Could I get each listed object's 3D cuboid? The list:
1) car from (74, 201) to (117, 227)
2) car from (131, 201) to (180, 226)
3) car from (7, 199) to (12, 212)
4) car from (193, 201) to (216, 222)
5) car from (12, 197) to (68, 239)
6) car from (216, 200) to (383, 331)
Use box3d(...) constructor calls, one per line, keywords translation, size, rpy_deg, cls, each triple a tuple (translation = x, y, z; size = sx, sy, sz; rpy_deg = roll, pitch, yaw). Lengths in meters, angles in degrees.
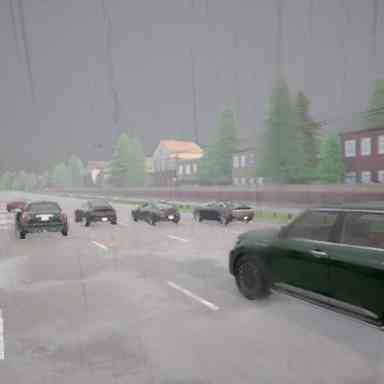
box3d(translation=(-6.311, 1.319, 21.427), size=(1.837, 1.490, 4.892), rpy_deg=(-1, 1, -30), cls="car")
box3d(translation=(-2.418, 1.322, 21.676), size=(1.812, 1.442, 4.674), rpy_deg=(-1, 1, -30), cls="car")
box3d(translation=(-17.827, 1.261, 34.159), size=(1.812, 1.442, 4.674), rpy_deg=(-1, 1, -30), cls="car")
box3d(translation=(1.873, 1.275, 21.296), size=(2.128, 1.511, 4.902), rpy_deg=(-1, 1, -30), cls="car")
box3d(translation=(-7.756, 1.215, 16.965), size=(2.097, 1.767, 4.553), rpy_deg=(-1, 1, -30), cls="car")
box3d(translation=(2.924, 1.152, 5.633), size=(2.150, 2.045, 5.566), rpy_deg=(-1, 1, -30), cls="car")
